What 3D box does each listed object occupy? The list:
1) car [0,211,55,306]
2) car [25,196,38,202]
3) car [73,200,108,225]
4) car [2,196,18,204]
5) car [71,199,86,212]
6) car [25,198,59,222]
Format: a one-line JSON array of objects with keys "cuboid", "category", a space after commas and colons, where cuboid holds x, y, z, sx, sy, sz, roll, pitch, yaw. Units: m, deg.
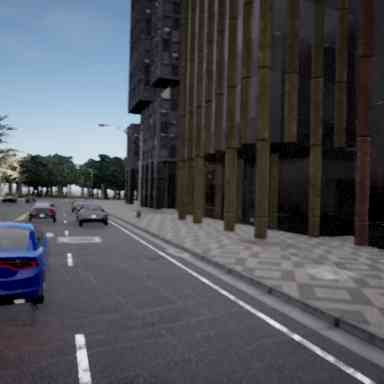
[{"cuboid": [-4.362, 1.422, 7.734, 1.882, 1.535, 5.008, 2, 0, -21], "category": "car"}, {"cuboid": [-26.691, 1.315, 55.481, 1.895, 1.301, 4.718, 2, 0, -21], "category": "car"}, {"cuboid": [-7.160, 1.554, 23.716, 1.994, 1.385, 4.181, 2, 0, -21], "category": "car"}, {"cuboid": [-29.715, 1.234, 54.294, 1.895, 1.301, 4.718, 2, 0, -21], "category": "car"}, {"cuboid": [-12.788, 1.498, 38.058, 2.033, 1.411, 5.357, 2, 0, -21], "category": "car"}, {"cuboid": [-11.078, 1.422, 24.890, 1.812, 1.442, 4.674, 2, 0, -21], "category": "car"}]
